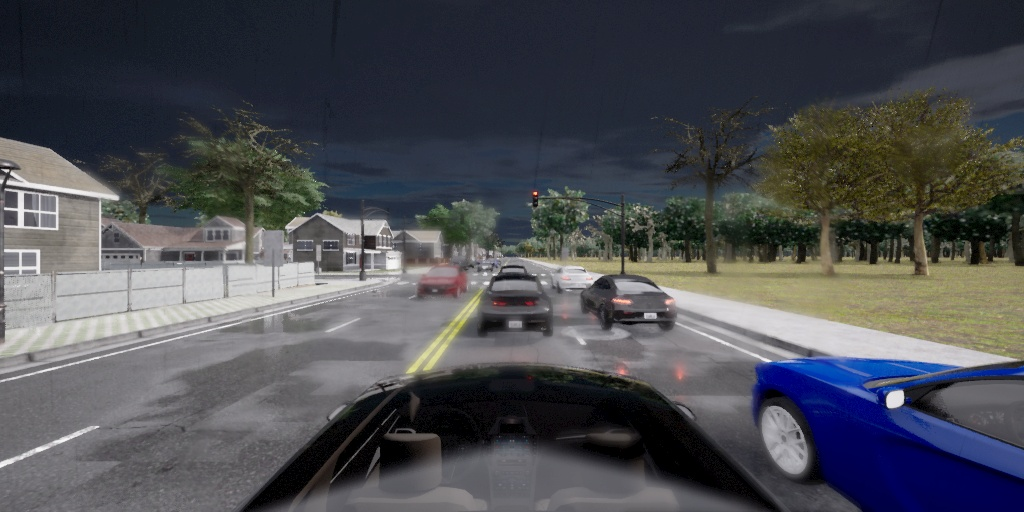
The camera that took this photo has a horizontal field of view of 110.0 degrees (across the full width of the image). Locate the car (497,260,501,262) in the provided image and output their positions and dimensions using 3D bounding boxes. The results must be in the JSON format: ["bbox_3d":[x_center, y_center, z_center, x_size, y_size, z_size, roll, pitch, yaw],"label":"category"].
[{"bbox_3d":[-3.280,1.082,57.543,2.097,1.767,4.553,0,0,1],"label":"car"}]

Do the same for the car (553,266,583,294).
[{"bbox_3d":[3.327,1.276,20.035,1.812,1.442,4.674,0,0,0],"label":"car"}]

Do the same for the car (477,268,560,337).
[{"bbox_3d":[0.091,1.255,10.293,1.837,1.490,4.892,0,0,0],"label":"car"}]

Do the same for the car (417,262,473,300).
[{"bbox_3d":[-3.335,1.227,17.991,1.882,1.535,5.008,0,0,0],"label":"car"}]

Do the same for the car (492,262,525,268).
[{"bbox_3d":[0.074,1.255,19.709,1.837,1.490,4.892,0,0,0],"label":"car"}]

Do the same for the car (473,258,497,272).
[{"bbox_3d":[-3.314,1.233,45.419,2.128,1.511,4.902,0,0,-1],"label":"car"}]

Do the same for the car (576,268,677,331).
[{"bbox_3d":[3.342,1.276,10.930,1.812,1.442,4.674,0,0,0],"label":"car"}]

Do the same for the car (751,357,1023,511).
[{"bbox_3d":[3.350,1.228,1.615,1.882,1.535,5.008,0,0,0],"label":"car"}]

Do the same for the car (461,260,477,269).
[{"bbox_3d":[-6.537,1.334,55.251,1.895,1.301,4.718,0,0,0],"label":"car"}]

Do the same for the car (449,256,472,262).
[{"bbox_3d":[-6.557,0.964,45.088,2.150,2.045,5.566,0,0,0],"label":"car"}]
